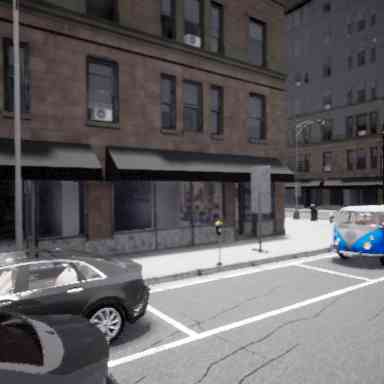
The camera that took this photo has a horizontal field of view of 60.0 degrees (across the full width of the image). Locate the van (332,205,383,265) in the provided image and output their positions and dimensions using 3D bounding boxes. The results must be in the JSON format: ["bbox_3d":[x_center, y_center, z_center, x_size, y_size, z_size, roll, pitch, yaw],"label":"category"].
[{"bbox_3d":[6.398,1.341,11.224,3.998,1.788,1.690,0,-1,-35],"label":"van"}]

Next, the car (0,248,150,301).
[{"bbox_3d":[-2.734,1.551,4.709,4.403,1.369,2.008,0,-1,-35],"label":"car"}]

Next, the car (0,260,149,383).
[{"bbox_3d":[-2.722,1.505,1.431,4.892,1.490,1.837,0,0,-35],"label":"car"}]
